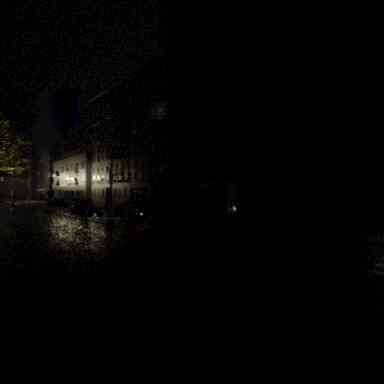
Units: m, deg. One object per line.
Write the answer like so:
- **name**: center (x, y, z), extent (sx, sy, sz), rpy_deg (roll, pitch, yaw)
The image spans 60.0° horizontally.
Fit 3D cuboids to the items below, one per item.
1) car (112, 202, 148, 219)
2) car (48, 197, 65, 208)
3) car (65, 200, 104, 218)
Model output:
- **car**: center (-5.824, 1.670, 30.959), extent (1.837, 1.490, 4.892), rpy_deg (1, -1, -36)
- **car**: center (-21.218, 1.557, 52.379), extent (2.097, 1.767, 4.553), rpy_deg (1, -1, -36)
- **car**: center (-10.240, 1.672, 32.060), extent (2.033, 1.411, 5.357), rpy_deg (1, -1, -36)
